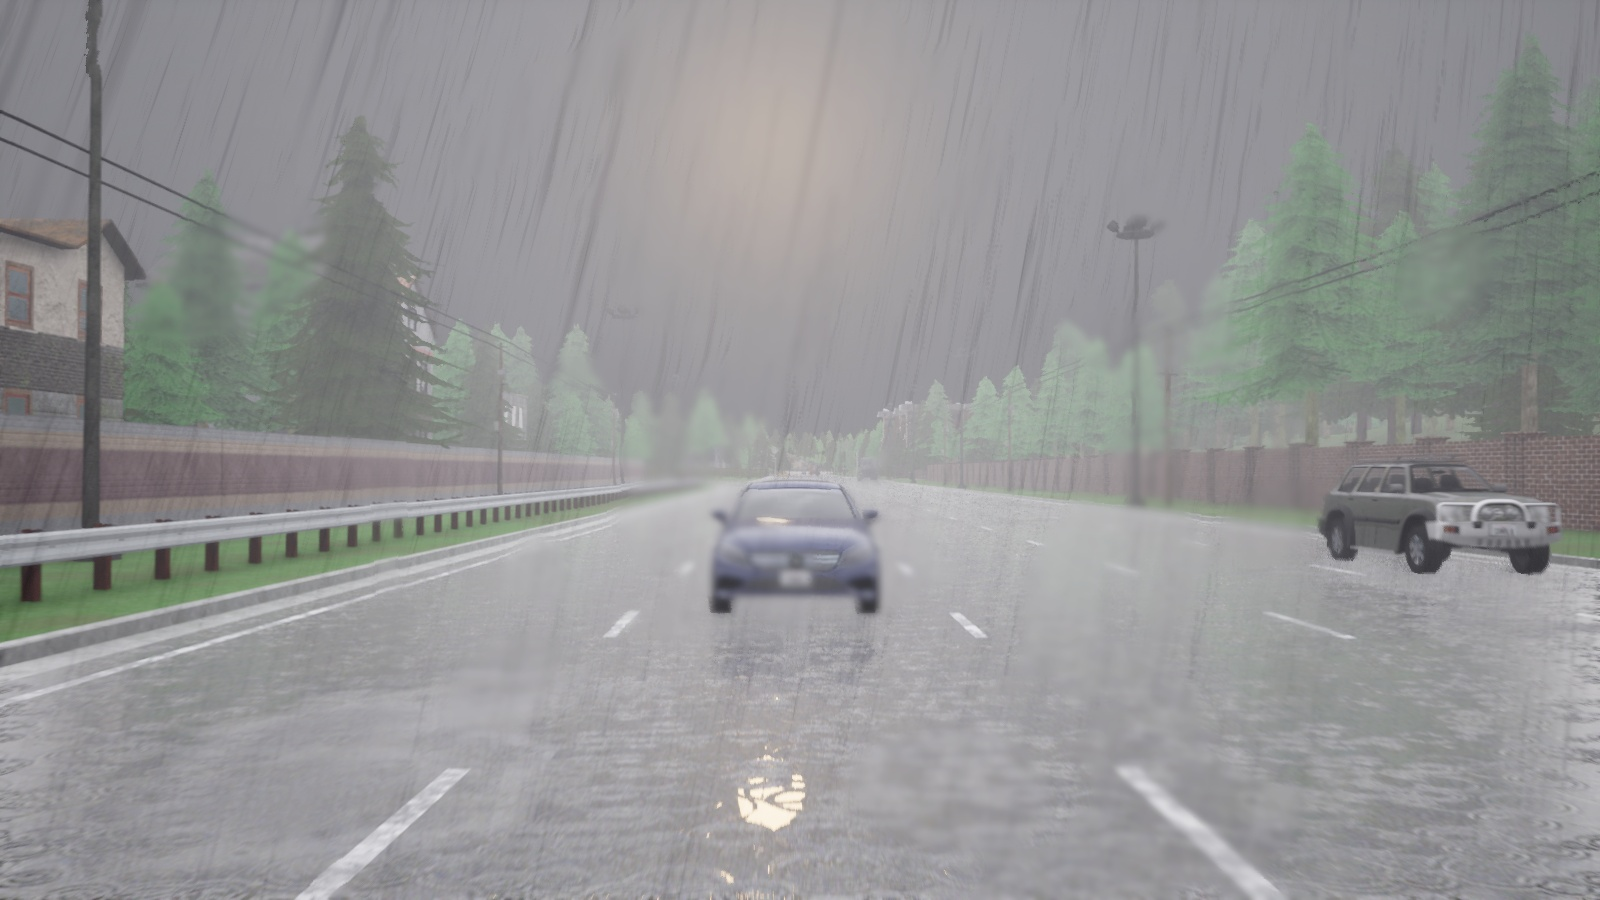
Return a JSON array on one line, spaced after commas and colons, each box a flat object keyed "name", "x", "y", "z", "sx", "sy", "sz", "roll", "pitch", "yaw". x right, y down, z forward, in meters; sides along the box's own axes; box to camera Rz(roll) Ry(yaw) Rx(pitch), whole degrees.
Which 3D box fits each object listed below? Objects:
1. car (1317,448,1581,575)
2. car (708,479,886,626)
[{"name": "car", "x": 10.449, "y": 0.936, "z": 20.684, "sx": 1.932, "sy": 1.855, "sz": 4.605, "roll": 0, "pitch": -1, "yaw": 0}, {"name": "car", "x": -0.036, "y": 1.094, "z": 15.127, "sx": 1.812, "sy": 1.442, "sz": 4.674, "roll": 0, "pitch": -1, "yaw": 0}]
